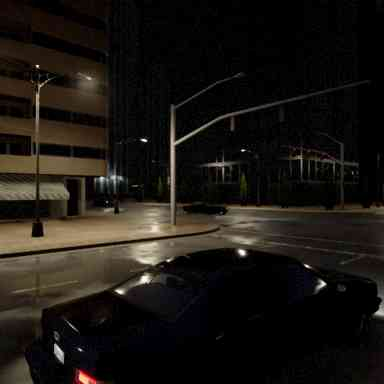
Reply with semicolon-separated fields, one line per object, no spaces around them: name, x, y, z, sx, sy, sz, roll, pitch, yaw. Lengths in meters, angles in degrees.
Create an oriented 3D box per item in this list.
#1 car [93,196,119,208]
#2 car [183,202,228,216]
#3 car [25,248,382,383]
car;-12.568;1.407;48.459;2.097;1.767;4.553;0;0;-42
car;1.299;1.656;33.063;1.895;1.301;4.718;0;0;-42
car;0.696;1.547;4.703;5.357;1.411;2.033;0;0;-39
